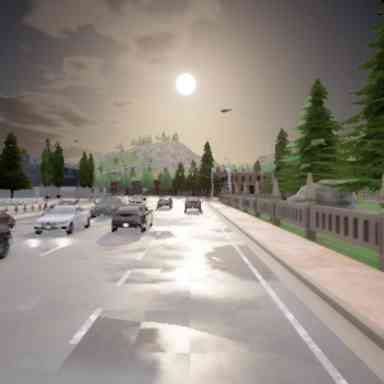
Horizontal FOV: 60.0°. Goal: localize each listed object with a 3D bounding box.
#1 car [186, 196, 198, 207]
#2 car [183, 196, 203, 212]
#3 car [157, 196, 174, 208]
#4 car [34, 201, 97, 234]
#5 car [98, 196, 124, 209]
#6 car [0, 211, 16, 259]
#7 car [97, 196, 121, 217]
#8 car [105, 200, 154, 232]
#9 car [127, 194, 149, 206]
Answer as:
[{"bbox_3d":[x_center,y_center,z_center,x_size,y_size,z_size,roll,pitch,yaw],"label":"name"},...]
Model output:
[{"bbox_3d":[0.004,1.325,49.252,1.812,1.442,4.674,0,0,0],"label":"car"},{"bbox_3d":[0.101,1.355,36.599,1.837,1.490,4.892,0,0,0],"label":"car"},{"bbox_3d":[-3.450,1.319,43.526,2.128,1.511,4.902,0,0,1],"label":"car"},{"bbox_3d":[-7.084,1.461,18.722,1.812,1.442,4.674,0,0,0],"label":"car"},{"bbox_3d":[-10.497,1.342,43.480,2.128,1.511,4.902,0,0,0],"label":"car"},{"bbox_3d":[-7.089,1.499,9.704,1.812,1.442,4.674,0,0,0],"label":"car"},{"bbox_3d":[-7.077,1.249,28.407,2.097,1.767,4.553,0,0,0],"label":"car"},{"bbox_3d":[-3.400,1.432,19.511,1.837,1.490,4.892,0,0,0],"label":"car"},{"bbox_3d":[-6.998,1.027,43.482,2.033,1.411,5.357,0,0,0],"label":"car"}]
